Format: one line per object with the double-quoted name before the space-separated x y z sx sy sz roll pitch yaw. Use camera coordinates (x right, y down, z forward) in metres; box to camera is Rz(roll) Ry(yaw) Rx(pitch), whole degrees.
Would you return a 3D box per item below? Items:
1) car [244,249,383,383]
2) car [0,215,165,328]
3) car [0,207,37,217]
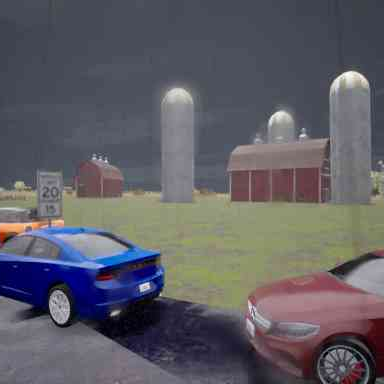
"car" 3.080 1.557 4.636 4.674 1.442 1.812 1 0 -7
"car" -2.892 1.480 7.054 5.008 1.535 1.882 0 0 33
"car" -6.971 1.364 12.757 4.553 1.767 2.097 0 0 26
